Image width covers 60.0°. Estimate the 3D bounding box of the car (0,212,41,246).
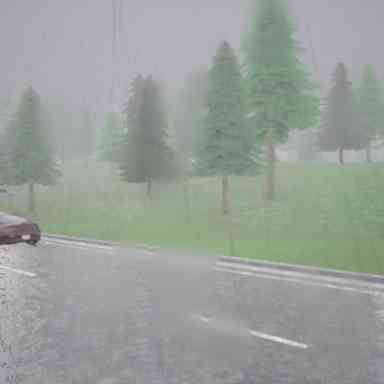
[{"bbox_3d":[-8.263,1.570,14.155,4.674,1.442,1.812,0,0,36],"label":"car"}]
